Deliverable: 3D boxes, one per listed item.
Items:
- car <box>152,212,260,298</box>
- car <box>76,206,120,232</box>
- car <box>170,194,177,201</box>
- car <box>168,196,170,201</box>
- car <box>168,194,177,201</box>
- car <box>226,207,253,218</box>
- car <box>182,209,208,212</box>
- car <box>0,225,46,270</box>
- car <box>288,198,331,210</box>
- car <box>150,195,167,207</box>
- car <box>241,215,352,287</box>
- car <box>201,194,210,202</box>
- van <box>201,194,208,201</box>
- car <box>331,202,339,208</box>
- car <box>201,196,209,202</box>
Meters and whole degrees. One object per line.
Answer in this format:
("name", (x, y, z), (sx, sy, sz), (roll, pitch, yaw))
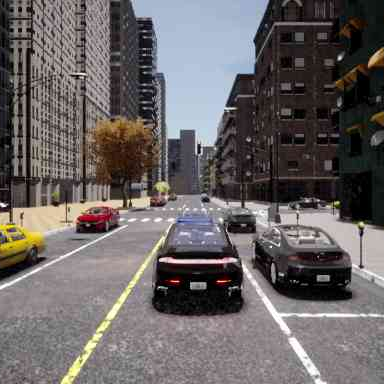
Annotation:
("car", (0.130, 1.492, 8.473), (2.128, 1.511, 4.902), (0, 0, 0))
("car", (-5.593, 1.549, 20.179), (1.887, 1.381, 4.507), (0, 0, 0))
("car", (-5.266, 1.649, 85.704), (1.947, 1.339, 4.313), (0, 0, 0))
("car", (-5.404, 1.607, 58.089), (1.947, 1.339, 4.313), (0, 0, 0))
("car", (-5.239, 1.409, 91.226), (2.192, 1.841, 5.009), (0, 0, 0))
("car", (2.787, 1.555, 20.137), (2.008, 1.369, 4.403), (0, 0, 0))
("car", (0.167, 1.605, 18.591), (1.895, 1.301, 4.718), (0, 0, 1))
("car", (-5.649, 1.526, 8.943), (1.752, 1.417, 4.829), (0, 0, 0))
("car", (13.620, 1.359, 39.489), (4.403, 1.369, 2.008), (-1, 1, 0))
("car", (-5.432, 1.349, 52.567), (2.192, 1.841, 5.009), (0, 0, 0))
("car", (2.732, 1.551, 9.071), (2.008, 1.369, 4.403), (0, 0, 0))
("car", (3.059, 1.630, 74.615), (1.947, 1.339, 4.313), (0, 0, 0))
("van", (3.114, 1.424, 85.662), (1.690, 1.788, 3.998), (0, 0, 0))
("car", (19.017, 1.259, 39.516), (4.829, 1.417, 1.752), (-1, 1, 0))
("car", (3.088, 1.598, 80.308), (1.752, 1.417, 4.829), (0, 0, 0))
